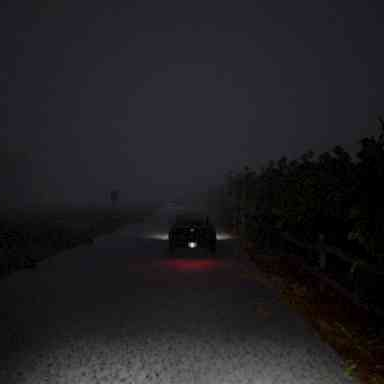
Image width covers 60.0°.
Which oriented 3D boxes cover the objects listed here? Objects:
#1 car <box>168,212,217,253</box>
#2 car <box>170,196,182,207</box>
[{"bbox_3d":[0.022,1.643,14.306,1.837,1.490,4.892,0,0,0],"label":"car"},{"bbox_3d":[-3.052,1.833,65.003,2.150,2.045,5.566,0,-1,1],"label":"car"}]
